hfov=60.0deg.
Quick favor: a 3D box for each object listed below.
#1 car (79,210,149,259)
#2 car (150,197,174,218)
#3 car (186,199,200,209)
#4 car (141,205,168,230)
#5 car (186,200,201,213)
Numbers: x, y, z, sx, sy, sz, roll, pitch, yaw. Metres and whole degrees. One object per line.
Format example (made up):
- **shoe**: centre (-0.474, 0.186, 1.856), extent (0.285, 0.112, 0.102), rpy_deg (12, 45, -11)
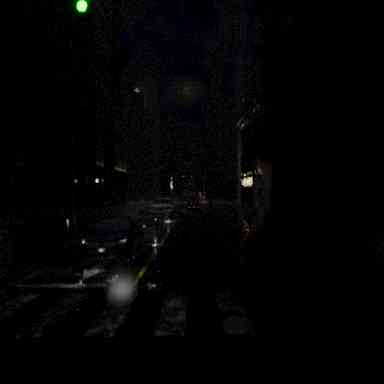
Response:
- **car**: centre (-3.058, 1.701, 13.493), extent (1.812, 1.442, 4.674), rpy_deg (0, 0, 0)
- **car**: centre (-3.014, 1.565, 34.045), extent (2.150, 2.045, 5.566), rpy_deg (0, 0, 0)
- **car**: centre (0.146, 1.977, 54.557), extent (2.128, 1.511, 4.902), rpy_deg (0, 0, 0)
- **car**: centre (-3.044, 1.858, 23.452), extent (1.895, 1.301, 4.718), rpy_deg (0, 0, 0)
- **car**: centre (0.212, 1.947, 44.234), extent (2.033, 1.411, 5.357), rpy_deg (0, 0, 0)
